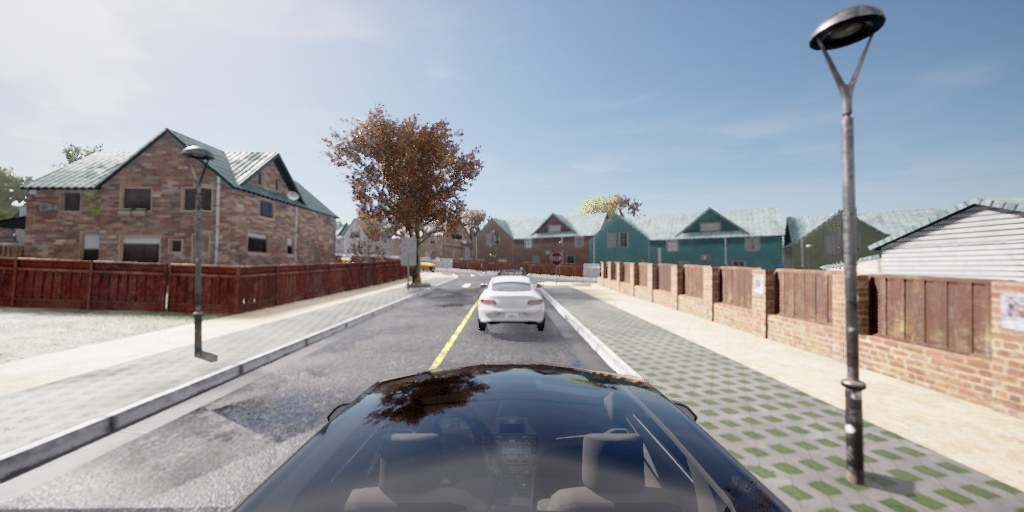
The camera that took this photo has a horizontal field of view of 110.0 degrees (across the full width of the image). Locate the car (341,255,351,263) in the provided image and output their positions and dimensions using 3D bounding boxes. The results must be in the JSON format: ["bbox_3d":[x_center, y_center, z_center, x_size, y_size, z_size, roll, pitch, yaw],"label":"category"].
[{"bbox_3d":[-23.786,0.563,49.352,5.008,1.535,1.882,2,-1,32],"label":"car"}]

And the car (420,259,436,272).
[{"bbox_3d":[-11.007,1.018,41.531,5.008,1.535,1.882,2,0,31],"label":"car"}]

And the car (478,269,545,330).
[{"bbox_3d":[-0.023,1.317,11.197,1.812,1.442,4.674,0,0,0],"label":"car"}]

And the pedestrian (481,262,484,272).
[{"bbox_3d":[-3.614,1.285,43.880,0.375,1.300,0.375,-1,-5,31],"label":"pedestrian"}]
